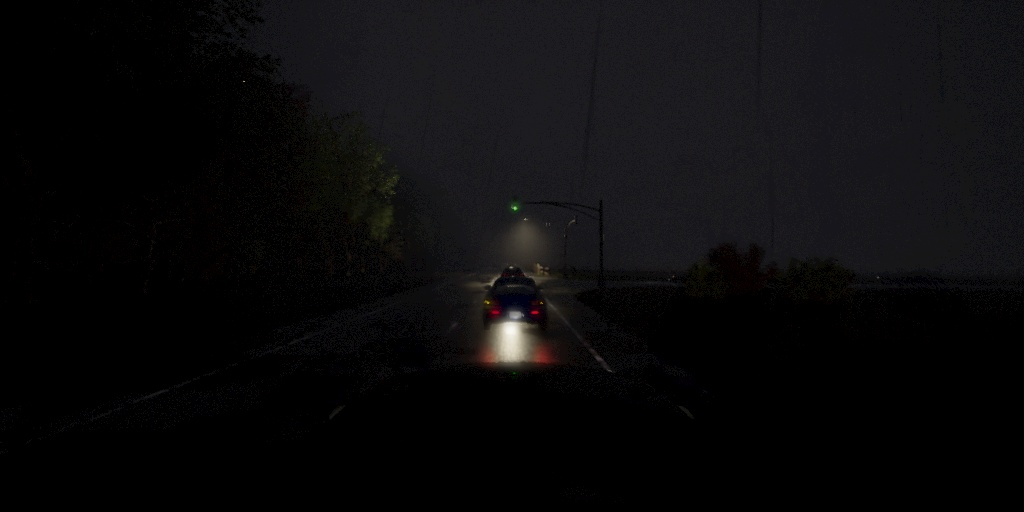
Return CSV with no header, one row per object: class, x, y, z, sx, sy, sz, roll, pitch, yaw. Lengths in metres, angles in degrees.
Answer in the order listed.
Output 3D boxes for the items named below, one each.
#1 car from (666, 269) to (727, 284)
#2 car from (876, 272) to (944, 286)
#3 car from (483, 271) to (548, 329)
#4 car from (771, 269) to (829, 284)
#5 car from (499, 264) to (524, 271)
car,17.837,1.921,34.652,5.357,1.411,2.033,1,-2,1
car,38.211,2.194,34.551,4.718,1.301,1.895,1,-2,0
car,0.092,1.390,11.611,1.812,1.442,4.674,0,0,0
car,27.764,1.972,34.598,4.902,1.511,2.128,1,-2,0
car,0.068,1.651,30.997,1.994,1.385,4.181,0,-1,0
